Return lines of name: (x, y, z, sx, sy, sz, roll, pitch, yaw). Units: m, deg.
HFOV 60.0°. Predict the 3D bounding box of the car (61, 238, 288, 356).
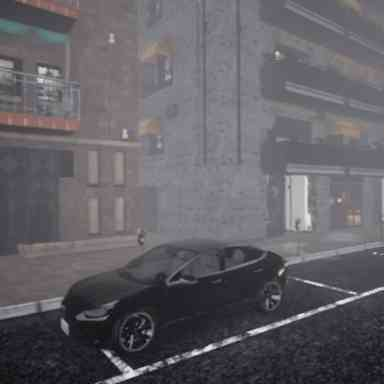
car: (-0.059, 1.577, 6.072, 4.313, 1.339, 1.947, 0, -1, -36)
